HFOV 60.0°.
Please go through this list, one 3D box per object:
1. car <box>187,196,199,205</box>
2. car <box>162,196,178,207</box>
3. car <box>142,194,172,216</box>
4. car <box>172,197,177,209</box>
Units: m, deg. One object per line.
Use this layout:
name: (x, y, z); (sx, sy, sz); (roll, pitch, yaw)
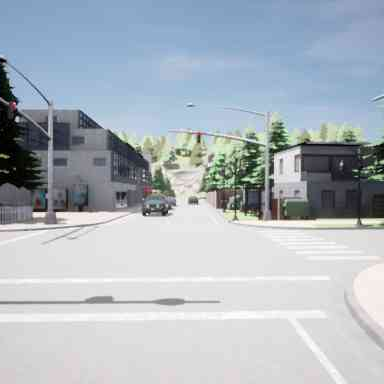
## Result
car: (0.239, 1.493, 59.528); (1.837, 1.490, 4.892); (0, 0, 0)
car: (-3.459, 1.481, 52.992); (2.128, 1.511, 4.902); (0, 0, 0)
car: (-3.525, 1.215, 32.674); (2.150, 2.045, 5.566); (0, 0, 0)
car: (-3.499, 1.483, 42.724); (2.128, 1.511, 4.902); (0, 0, 0)
